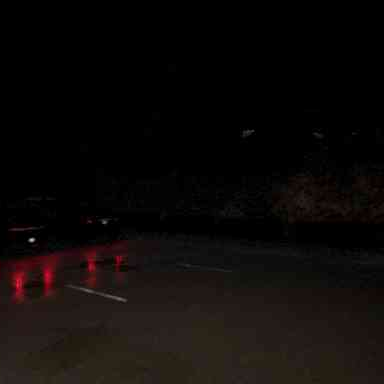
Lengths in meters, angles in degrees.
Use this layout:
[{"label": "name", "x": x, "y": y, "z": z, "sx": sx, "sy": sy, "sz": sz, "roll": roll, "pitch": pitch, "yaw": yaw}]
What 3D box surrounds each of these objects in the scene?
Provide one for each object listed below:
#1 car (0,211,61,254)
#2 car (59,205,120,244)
[{"label": "car", "x": -7.961, "y": 1.586, "z": 13.858, "sx": 4.902, "sy": 1.511, "sz": 2.128, "roll": 0, "pitch": 0, "yaw": 36}, {"label": "car", "x": -5.758, "y": 1.443, "z": 16.585, "sx": 4.553, "sy": 1.767, "sz": 2.097, "roll": 0, "pitch": 0, "yaw": 36}]
